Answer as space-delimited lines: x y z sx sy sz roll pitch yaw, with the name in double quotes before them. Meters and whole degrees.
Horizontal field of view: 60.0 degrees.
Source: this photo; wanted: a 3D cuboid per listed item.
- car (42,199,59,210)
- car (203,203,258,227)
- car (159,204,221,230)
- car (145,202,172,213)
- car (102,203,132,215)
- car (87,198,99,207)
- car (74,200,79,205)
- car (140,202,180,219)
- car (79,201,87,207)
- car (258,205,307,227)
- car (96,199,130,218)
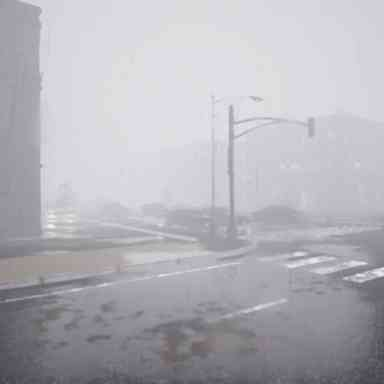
"car" -24.139 2.258 57.697 1.752 1.417 4.829 -1 0 -35
"car" 2.124 1.798 25.277 2.033 1.411 5.357 -1 0 -35
"car" -0.242 1.841 23.911 1.947 1.339 4.313 -1 0 -35
"car" -4.571 2.009 44.658 1.802 1.307 4.206 -1 0 -35
"car" -9.465 2.078 41.570 1.895 1.301 4.718 -1 0 -36
"car" -17.416 1.982 62.696 2.192 1.841 5.009 -1 0 -35
"car" -27.039 2.406 76.225 1.947 1.339 4.313 -1 0 -35
"car" -3.559 1.867 33.264 1.837 1.490 4.892 -1 0 -36
"car" -20.620 2.270 67.206 1.887 1.381 4.507 -1 0 -35
"car" 6.338 1.720 24.825 1.812 1.442 4.674 0 0 -34
"car" -8.192 1.873 35.287 1.967 1.590 4.097 -1 0 -35
